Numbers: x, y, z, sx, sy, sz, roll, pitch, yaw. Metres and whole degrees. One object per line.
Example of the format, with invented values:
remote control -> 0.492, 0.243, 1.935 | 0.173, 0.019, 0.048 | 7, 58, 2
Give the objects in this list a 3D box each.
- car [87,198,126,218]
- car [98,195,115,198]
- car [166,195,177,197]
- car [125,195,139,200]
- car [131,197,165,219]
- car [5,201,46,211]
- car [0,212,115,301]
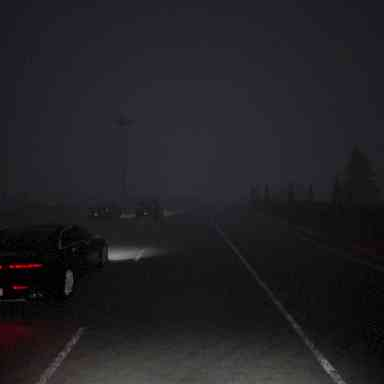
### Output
car -> -6.986, 1.469, 26.724 | 1.812, 1.442, 4.674 | 0, 0, 1
car -> -15.441, 1.256, 58.734 | 2.097, 1.767, 4.553 | 0, 0, 19
car -> -4.268, 1.325, 67.635 | 2.033, 1.411, 5.357 | 0, 0, 25
car -> -11.019, 1.356, 60.778 | 2.128, 1.511, 4.902 | 0, 0, 20
car -> -3.439, 1.412, 27.740 | 2.128, 1.511, 4.902 | 0, 0, 2
car -> -14.060, 1.500, 28.504 | 1.812, 1.442, 4.674 | 0, 0, 3
car -> -3.462, 1.494, 8.236 | 1.837, 1.490, 4.892 | 0, 0, -1
